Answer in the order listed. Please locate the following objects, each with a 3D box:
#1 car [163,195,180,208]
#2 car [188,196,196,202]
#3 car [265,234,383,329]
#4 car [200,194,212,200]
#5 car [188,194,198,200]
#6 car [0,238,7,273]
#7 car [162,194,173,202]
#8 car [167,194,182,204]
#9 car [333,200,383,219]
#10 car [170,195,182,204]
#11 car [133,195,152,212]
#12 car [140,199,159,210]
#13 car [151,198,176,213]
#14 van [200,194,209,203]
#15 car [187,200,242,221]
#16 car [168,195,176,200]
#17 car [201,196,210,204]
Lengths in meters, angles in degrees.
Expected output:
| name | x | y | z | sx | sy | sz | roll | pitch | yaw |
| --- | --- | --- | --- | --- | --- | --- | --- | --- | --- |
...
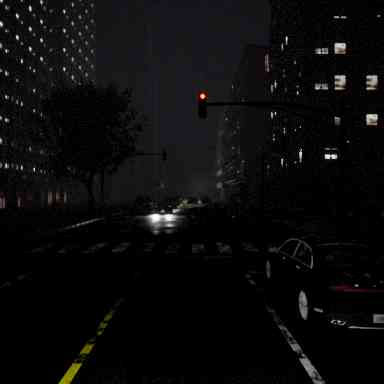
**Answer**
| name | x | y | z | sx | sy | sz | roll | pitch | yaw |
| --- | --- | --- | --- | --- | --- | --- | --- | --- | --- |
| car | -3.091 | 1.554 | 46.223 | 1.812 | 1.442 | 4.674 | 0 | 0 | 0 |
| car | 0.012 | 1.667 | 78.820 | 1.895 | 1.301 | 4.718 | 0 | 0 | 0 |
| car | 2.690 | 1.551 | 6.871 | 2.008 | 1.369 | 4.403 | 0 | 0 | 0 |
| car | 2.699 | 1.611 | 61.350 | 1.947 | 1.339 | 4.313 | 0 | 0 | 0 |
| car | 0.112 | 1.609 | 62.728 | 1.994 | 1.385 | 4.181 | 0 | 0 | 0 |
| car | -5.690 | 1.545 | 6.872 | 1.887 | 1.381 | 4.507 | 0 | 0 | 0 |
| car | -5.680 | 1.386 | 77.920 | 2.192 | 1.841 | 5.009 | 0 | 0 | 0 |
| car | -3.076 | 1.563 | 55.403 | 1.812 | 1.442 | 4.674 | 0 | 0 | 0 |
| car | 13.430 | 1.350 | 26.275 | 4.403 | 1.369 | 2.008 | -1 | 1 | -1 |
| car | -3.032 | 1.402 | 65.121 | 2.097 | 1.767 | 4.553 | 0 | 0 | 0 |
| car | -5.686 | 1.336 | 39.261 | 2.192 | 1.841 | 5.009 | 0 | 0 | 0 |
| car | -5.685 | 1.592 | 44.784 | 1.947 | 1.339 | 4.313 | 0 | 0 | 0 |
| car | -3.083 | 1.620 | 37.110 | 1.895 | 1.301 | 4.718 | 0 | 0 | -1 |
| van | 2.700 | 1.402 | 72.397 | 1.690 | 1.788 | 3.998 | 0 | 0 | 0 |
| car | 1.721 | 1.614 | 27.434 | 1.895 | 1.301 | 4.718 | 0 | 0 | -43 |
| car | -5.677 | 1.654 | 94.489 | 2.008 | 1.369 | 4.403 | 0 | 0 | 0 |
| car | 2.700 | 1.578 | 67.043 | 1.752 | 1.417 | 4.829 | 0 | 0 | 0 |
